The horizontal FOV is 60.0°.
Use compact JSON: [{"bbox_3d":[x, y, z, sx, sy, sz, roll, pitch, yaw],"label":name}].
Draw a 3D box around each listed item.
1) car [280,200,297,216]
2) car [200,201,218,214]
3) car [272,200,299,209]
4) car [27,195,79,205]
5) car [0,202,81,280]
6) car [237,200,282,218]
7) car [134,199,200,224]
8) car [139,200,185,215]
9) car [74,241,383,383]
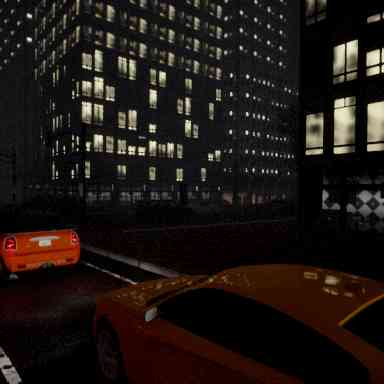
[{"bbox_3d":[10.899,1.935,37.363,4.206,1.307,1.802,1,0,-39],"label":"car"},{"bbox_3d":[0.797,1.716,36.585,4.674,1.442,1.812,1,0,-39],"label":"car"},{"bbox_3d":[14.336,1.881,50.979,4.313,1.339,1.947,1,0,-39],"label":"car"},{"bbox_3d":[-11.735,1.274,26.355,5.566,2.045,2.150,1,0,-39],"label":"car"},{"bbox_3d":[-5.193,1.347,10.285,2.097,1.767,4.553,0,0,-40],"label":"car"},{"bbox_3d":[6.660,1.832,33.906,4.829,1.417,1.752,1,0,-39],"label":"car"},{"bbox_3d":[-2.211,1.523,26.669,5.009,1.841,2.192,1,0,-39],"label":"car"},{"bbox_3d":[-3.272,1.647,36.619,4.829,1.417,1.752,1,0,-39],"label":"car"},{"bbox_3d":[0.749,1.476,3.245,1.882,1.535,5.008,0,0,-40],"label":"car"}]
